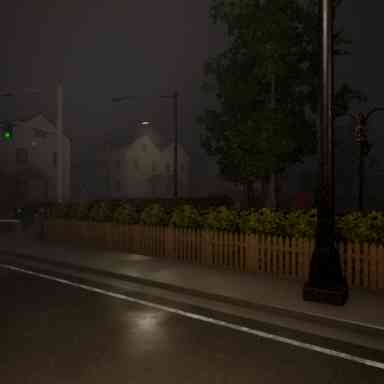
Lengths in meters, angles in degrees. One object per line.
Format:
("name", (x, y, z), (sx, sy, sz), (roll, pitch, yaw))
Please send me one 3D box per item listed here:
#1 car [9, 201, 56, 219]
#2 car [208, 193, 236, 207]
("car", (-13.634, 1.517, 29.413), (1.812, 1.442, 4.674), (0, 0, 35))
("car", (4.330, 1.214, 48.791), (2.150, 2.045, 5.566), (0, 0, 35))
